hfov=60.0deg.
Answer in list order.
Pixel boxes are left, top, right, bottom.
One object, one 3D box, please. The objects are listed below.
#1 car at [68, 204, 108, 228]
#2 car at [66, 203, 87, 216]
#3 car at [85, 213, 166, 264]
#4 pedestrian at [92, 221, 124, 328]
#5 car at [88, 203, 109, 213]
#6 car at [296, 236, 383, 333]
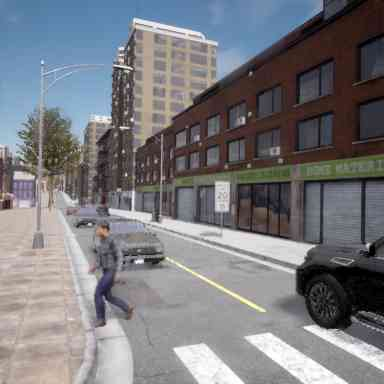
[{"bbox_3d":[-8.167,1.931,25.804,2.033,1.411,5.357,1,-2,-23],"label":"car"},{"bbox_3d":[-15.095,2.294,42.756,1.994,1.385,4.181,1,-2,-22],"label":"car"},{"bbox_3d":[-2.561,1.698,12.288,2.033,1.411,5.357,1,-1,-22],"label":"car"},{"bbox_3d":[-1.429,1.325,5.672,0.375,1.860,0.375,1,0,-23],"label":"pedestrian"},{"bbox_3d":[-11.602,2.246,41.782,1.837,1.490,4.892,1,-2,-22],"label":"car"},{"bbox_3d":[3.886,1.314,4.453,2.150,2.045,5.566,1,-1,-23],"label":"car"}]
